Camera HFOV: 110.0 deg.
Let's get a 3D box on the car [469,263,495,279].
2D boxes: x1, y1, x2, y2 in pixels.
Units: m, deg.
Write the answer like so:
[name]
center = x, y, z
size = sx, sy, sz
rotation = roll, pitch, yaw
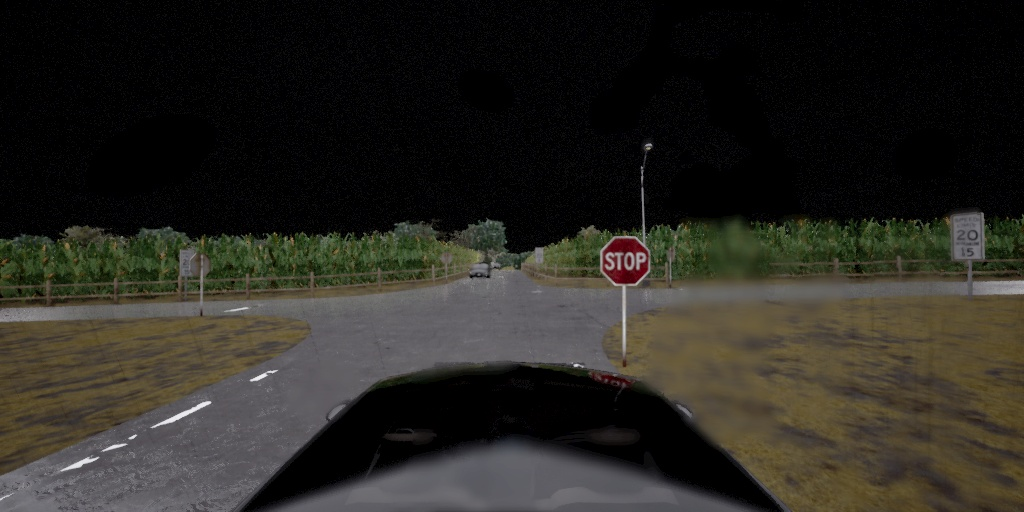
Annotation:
[car]
center = -2.911, 1.431, 33.853
size = 1.837, 1.490, 4.892
rotation = 0, 0, 0
